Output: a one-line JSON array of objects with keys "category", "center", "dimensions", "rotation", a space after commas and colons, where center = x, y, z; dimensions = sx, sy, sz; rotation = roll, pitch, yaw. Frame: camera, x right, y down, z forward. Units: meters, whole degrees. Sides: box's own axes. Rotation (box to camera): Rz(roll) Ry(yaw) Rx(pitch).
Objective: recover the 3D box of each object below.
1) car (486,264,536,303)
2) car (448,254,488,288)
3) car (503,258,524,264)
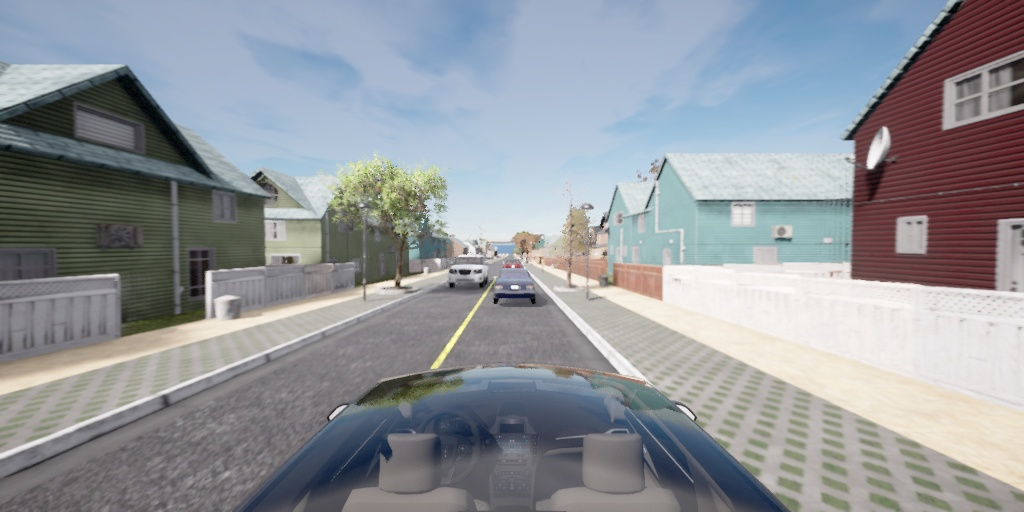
[{"category": "car", "center": [0.102, 1.264, 16.465], "dimensions": [2.033, 1.411, 5.357], "rotation": [0, 0, 0]}, {"category": "car", "center": [-2.747, 0.911, 23.648], "dimensions": [2.150, 2.045, 5.566], "rotation": [0, 0, 0]}, {"category": "car", "center": [0.104, 1.024, 36.432], "dimensions": [2.097, 1.767, 4.553], "rotation": [0, 0, 0]}]
